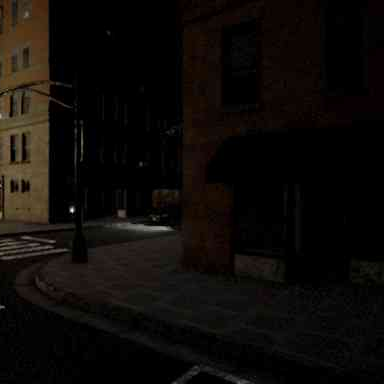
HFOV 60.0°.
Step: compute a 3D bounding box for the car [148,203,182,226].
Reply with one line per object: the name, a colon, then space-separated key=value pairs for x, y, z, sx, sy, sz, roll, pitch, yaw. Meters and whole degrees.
car: x=-1.199 y=1.579 z=24.480 sx=1.812 sy=1.442 sz=4.674 roll=0 pitch=0 yaw=35
